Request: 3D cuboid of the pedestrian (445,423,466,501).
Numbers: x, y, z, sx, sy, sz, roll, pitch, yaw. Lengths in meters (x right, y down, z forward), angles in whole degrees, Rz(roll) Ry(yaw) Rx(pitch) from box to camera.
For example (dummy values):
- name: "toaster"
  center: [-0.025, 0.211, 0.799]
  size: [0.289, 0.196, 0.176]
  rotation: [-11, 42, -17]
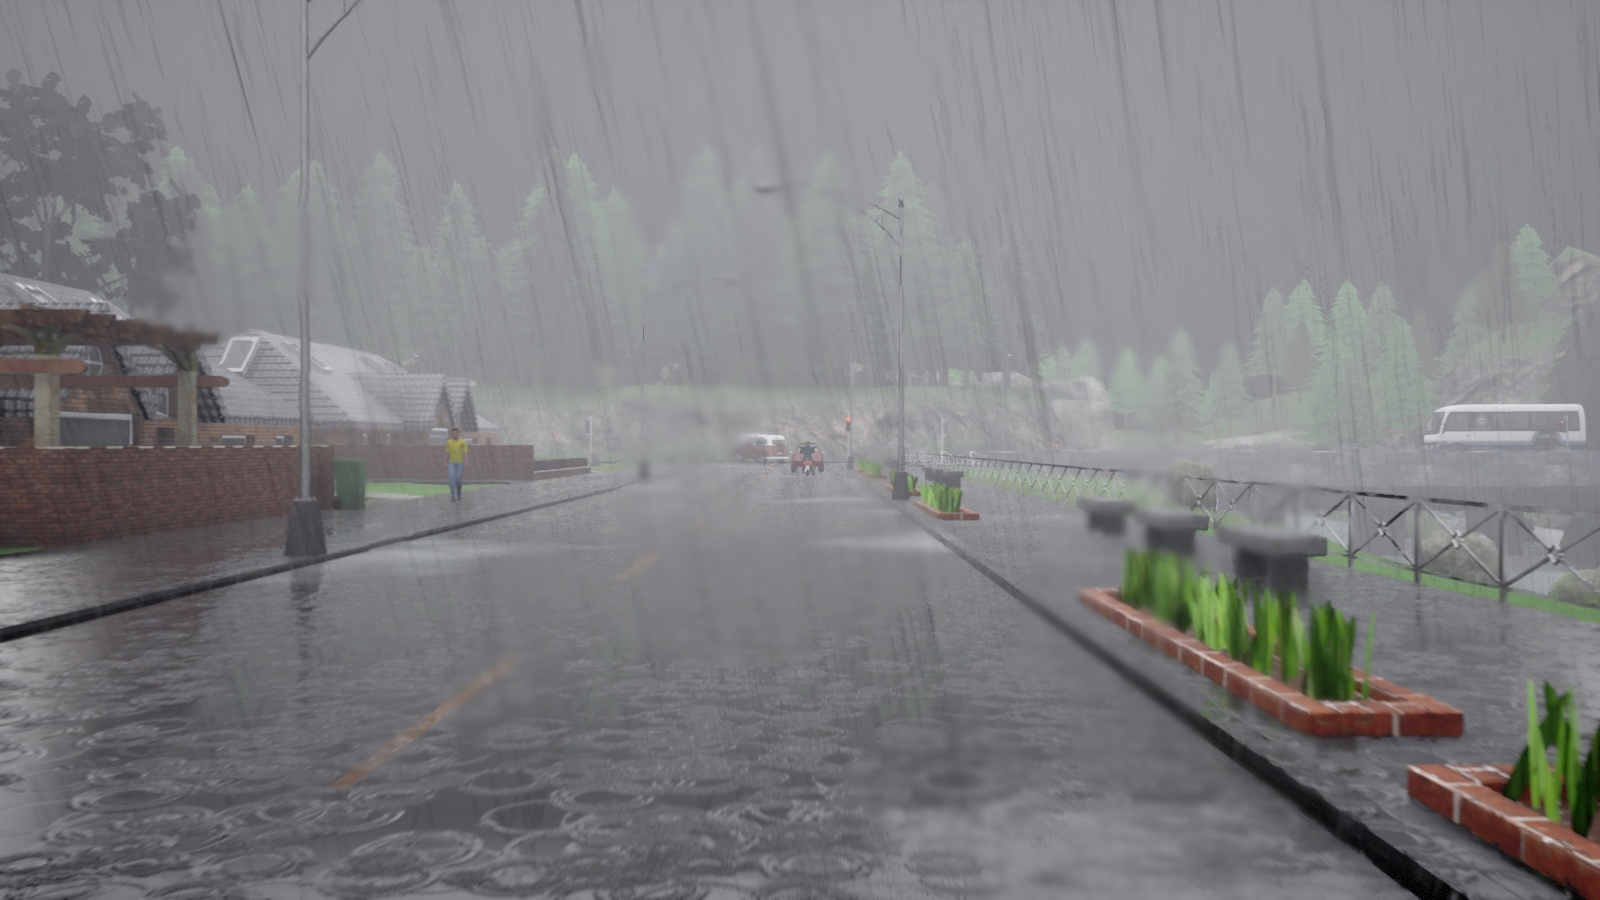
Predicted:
- name: "pedestrian"
  center: [-8.248, 0.280, 30.054]
  size: [0.354, 1.836, 0.706]
  rotation: [0, 0, -4]

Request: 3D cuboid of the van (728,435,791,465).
- name: "van"
  center: [-2.839, -0.028, 87.877]
  size: [2.069, 2.038, 4.480]
  rotation: [1, 0, -40]

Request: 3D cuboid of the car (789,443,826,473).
- name: "car"
  center: [0.390, 0.394, 65.068]
  size: [1.845, 1.501, 3.633]
  rotation: [0, 0, 0]
